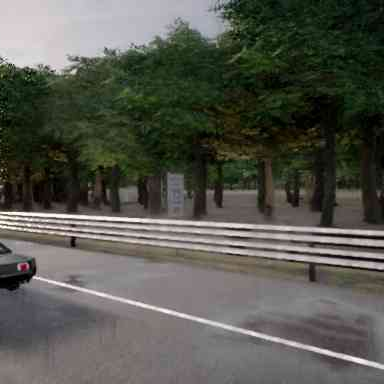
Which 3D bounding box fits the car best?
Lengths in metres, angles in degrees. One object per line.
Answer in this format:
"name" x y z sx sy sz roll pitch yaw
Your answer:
"car" -5.883 1.694 8.073 4.718 1.301 1.895 -1 0 35
